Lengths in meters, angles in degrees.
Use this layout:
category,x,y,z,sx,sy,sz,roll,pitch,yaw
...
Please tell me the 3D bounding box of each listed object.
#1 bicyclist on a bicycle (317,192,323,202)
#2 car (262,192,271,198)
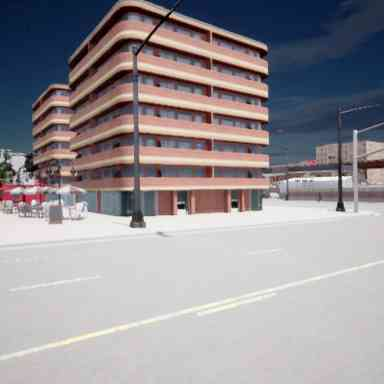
category,x,y,z,sx,sy,sz,roll,pitch,yaw
bicyclist on a bicycle,22.345,0.876,58.053,1.656,1.620,0.582,-1,1,-37
car,18.469,0.790,85.983,3.806,1.475,1.970,-1,1,-35
